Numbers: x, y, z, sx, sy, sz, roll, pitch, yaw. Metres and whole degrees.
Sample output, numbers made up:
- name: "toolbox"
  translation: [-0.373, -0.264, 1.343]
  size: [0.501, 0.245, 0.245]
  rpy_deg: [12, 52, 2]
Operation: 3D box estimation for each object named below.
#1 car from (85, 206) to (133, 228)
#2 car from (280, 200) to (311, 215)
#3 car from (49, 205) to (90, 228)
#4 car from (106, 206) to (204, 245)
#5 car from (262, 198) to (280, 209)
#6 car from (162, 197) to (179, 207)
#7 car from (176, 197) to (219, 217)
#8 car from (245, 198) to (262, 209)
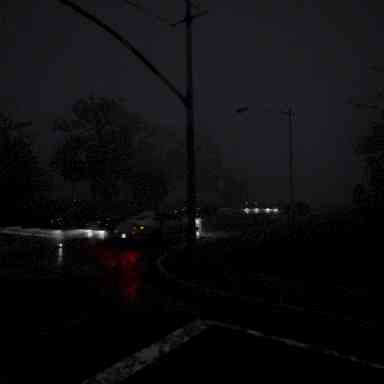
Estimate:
- name: "car"
  translation: [-5.035, 1.799, 23.522]
  size: [1.994, 1.385, 4.181]
  rpy_deg: [-1, -1, 33]
- name: "car"
  translation: [11.554, 1.653, 36.272]
  size: [1.837, 1.490, 4.892]
  rpy_deg: [-1, -1, 32]
- name: "car"
  translation: [-8.272, 1.805, 24.992]
  size: [1.837, 1.490, 4.892]
  rpy_deg: [-1, -1, 35]
- name: "car"
  translation: [-1.578, 1.626, 16.028]
  size: [1.812, 1.442, 4.674]
  rpy_deg: [-1, -1, 35]
- name: "car"
  translation: [12.942, 1.916, 51.664]
  size: [1.994, 1.385, 4.181]
  rpy_deg: [-1, -1, 33]
- name: "car"
  translation: [-1.077, 1.539, 36.104]
  size: [2.150, 2.045, 5.566]
  rpy_deg: [-1, -1, 32]
- name: "car"
  translation: [0.850, 1.599, 32.600]
  size: [2.097, 1.767, 4.553]
  rpy_deg: [-1, -1, 32]
- name: "car"
  translation: [10.354, 1.772, 54.119]
  size: [2.097, 1.767, 4.553]
  rpy_deg: [-1, -1, 32]
